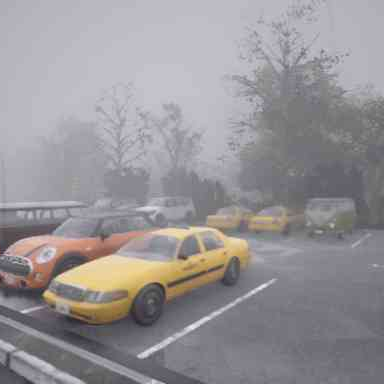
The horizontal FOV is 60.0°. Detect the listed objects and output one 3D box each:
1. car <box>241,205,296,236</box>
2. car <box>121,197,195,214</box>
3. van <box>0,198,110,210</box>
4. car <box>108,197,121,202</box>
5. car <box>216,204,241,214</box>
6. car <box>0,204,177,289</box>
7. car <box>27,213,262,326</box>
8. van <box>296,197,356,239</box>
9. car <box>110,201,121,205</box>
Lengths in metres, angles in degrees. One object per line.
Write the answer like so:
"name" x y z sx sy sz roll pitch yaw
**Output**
"car" 5.022 1.511 19.012 1.946 1.575 5.366 -1 0 35
"car" -1.955 1.366 23.662 2.435 2.045 5.566 -1 -1 35
"van" -5.196 1.328 11.117 1.878 1.987 4.442 -1 -1 35
"car" -6.435 1.473 26.785 2.435 2.045 5.566 -1 -1 35
"car" 2.846 1.537 20.544 1.946 1.575 5.366 -1 -1 35
"car" -2.760 1.393 9.299 2.185 1.767 4.553 -1 0 35
"car" -0.498 1.494 7.442 1.946 1.575 5.366 -1 0 35
"van" 7.131 1.267 17.158 1.878 1.987 4.442 -1 0 35
"car" -4.229 1.672 25.274 2.231 1.521 4.892 -1 -1 35
